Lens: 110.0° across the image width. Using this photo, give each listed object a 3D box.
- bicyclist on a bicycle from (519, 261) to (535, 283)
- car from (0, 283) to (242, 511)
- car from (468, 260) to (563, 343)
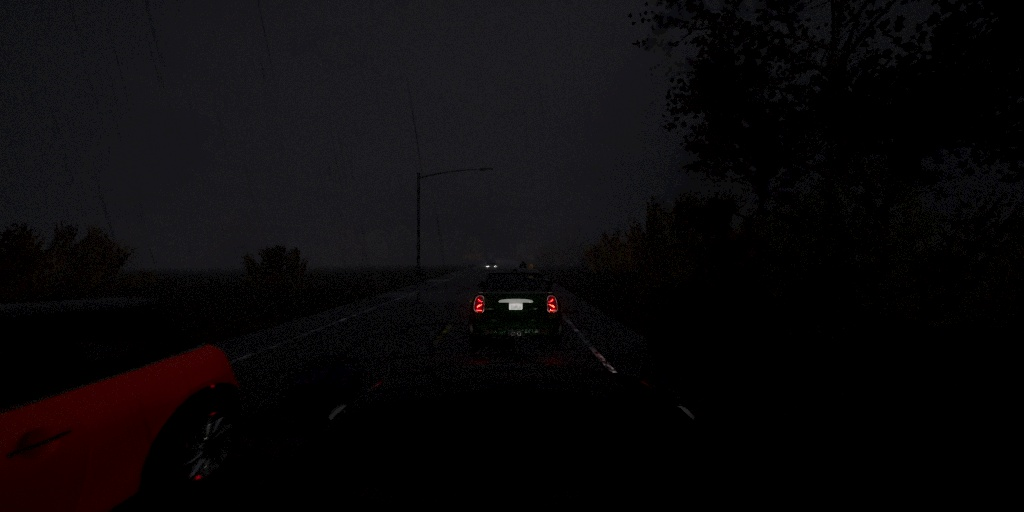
[{"bbox_3d":[0.905,1.181,17.127,0.866,1.612,1.509,0,0,0],"label":"bicyclist on a bicycle"},{"bbox_3d":[-3.603,1.102,1.445,2.097,1.767,4.553,0,0,0],"label":"car"},{"bbox_3d":[0.073,1.099,9.783,2.097,1.767,4.553,0,0,0],"label":"car"}]
